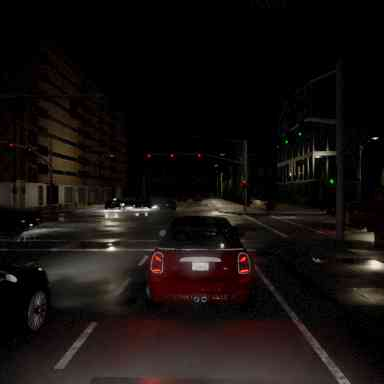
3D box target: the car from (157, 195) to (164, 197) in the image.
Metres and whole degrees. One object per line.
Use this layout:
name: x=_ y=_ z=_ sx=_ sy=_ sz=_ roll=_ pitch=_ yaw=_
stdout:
car: x=-6.412 y=1.491 z=55.005 sx=2.128 sy=1.511 sz=4.902 roll=0 pitch=0 yaw=2

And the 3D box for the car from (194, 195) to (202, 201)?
car: x=1.536 y=1.478 z=83.960 sx=1.882 sy=1.535 sz=5.008 roll=0 pitch=0 yaw=2

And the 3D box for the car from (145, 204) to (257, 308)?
car: x=0.218 y=1.352 z=8.085 sx=2.097 sy=1.767 sz=4.553 roll=0 pitch=0 yaw=2

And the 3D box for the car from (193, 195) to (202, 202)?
car: x=1.237 y=1.478 z=73.805 sx=1.882 sy=1.535 sz=5.008 roll=0 pitch=0 yaw=2

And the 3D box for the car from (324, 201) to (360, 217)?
car: x=14.502 y=1.547 z=29.998 sx=4.902 sy=1.511 sz=2.128 roll=0 pitch=0 yaw=1

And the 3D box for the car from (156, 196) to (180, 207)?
car: x=-2.858 y=1.546 z=40.071 sx=2.033 sy=1.411 sz=5.357 roll=0 pitch=0 yaw=-1

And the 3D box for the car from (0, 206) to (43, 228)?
car: x=-12.209 y=1.574 z=19.846 sx=5.357 sy=1.411 sz=2.033 roll=0 pitch=0 yaw=1

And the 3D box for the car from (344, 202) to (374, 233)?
car: x=11.528 y=1.533 z=19.356 sx=5.008 sy=1.535 sz=1.882 roll=0 pitch=0 yaw=1

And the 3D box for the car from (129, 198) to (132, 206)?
car: x=-9.978 y=1.601 z=52.920 sx=1.895 sy=1.301 sz=4.718 roll=0 pitch=0 yaw=2

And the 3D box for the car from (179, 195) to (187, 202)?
car: x=-2.216 y=1.524 z=75.415 sx=2.128 sy=1.511 sz=4.902 roll=0 pitch=0 yaw=2

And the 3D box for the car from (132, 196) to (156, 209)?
car: x=-6.636 y=1.564 z=46.114 sx=1.994 sy=1.385 sz=4.181 roll=0 pitch=0 yaw=1

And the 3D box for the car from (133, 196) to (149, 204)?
car: x=-9.642 y=1.491 z=63.012 sx=2.128 sy=1.511 sz=4.902 roll=0 pitch=0 yaw=2

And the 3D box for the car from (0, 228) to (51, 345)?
car: x=-3.397 y=1.492 z=3.856 sx=2.128 sy=1.511 sz=4.902 roll=0 pitch=0 yaw=1

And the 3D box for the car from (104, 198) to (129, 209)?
car: x=-10.166 y=1.564 z=44.118 sx=1.994 sy=1.385 sz=4.181 roll=0 pitch=0 yaw=1
